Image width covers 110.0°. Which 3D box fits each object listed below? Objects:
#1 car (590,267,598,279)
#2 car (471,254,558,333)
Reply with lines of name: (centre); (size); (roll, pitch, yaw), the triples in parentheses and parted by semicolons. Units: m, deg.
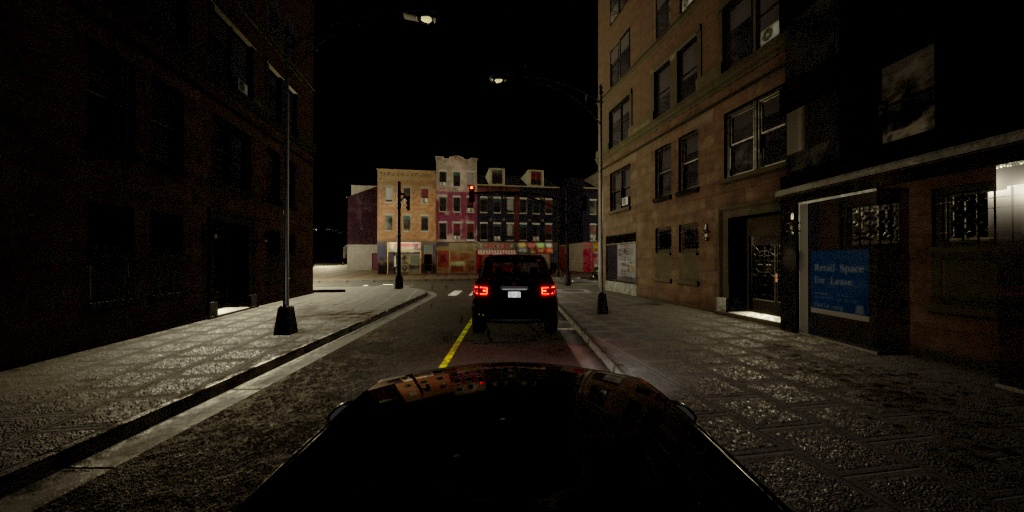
car: (8.889, 1.089, 29.869); (4.553, 1.767, 2.097); (0, 0, -10)
car: (0.097, 0.972, 10.864); (2.150, 2.045, 5.566); (0, 0, 1)
